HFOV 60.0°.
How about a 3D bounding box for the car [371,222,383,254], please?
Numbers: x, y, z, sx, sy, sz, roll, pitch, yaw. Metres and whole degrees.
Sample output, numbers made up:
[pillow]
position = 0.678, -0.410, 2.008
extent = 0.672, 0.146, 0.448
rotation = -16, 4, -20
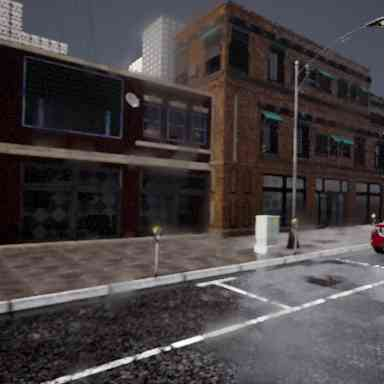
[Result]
[car]
position = 9.049, 1.466, 12.994
extent = 5.009, 1.841, 2.192
rotation = 1, 1, -35
